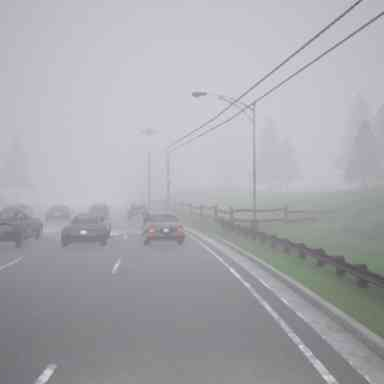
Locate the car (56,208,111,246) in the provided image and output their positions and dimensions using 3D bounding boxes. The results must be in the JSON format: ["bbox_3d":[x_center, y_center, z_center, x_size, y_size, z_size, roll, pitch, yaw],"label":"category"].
[{"bbox_3d":[-5.052,1.724,16.282,1.994,1.385,4.181,0,-1,-11],"label":"car"}]

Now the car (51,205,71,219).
[{"bbox_3d":[-12.155,1.866,30.679,1.994,1.385,4.181,0,-1,-14],"label":"car"}]

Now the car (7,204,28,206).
[{"bbox_3d":[-15.536,1.803,29.777,1.837,1.490,4.892,0,0,-15],"label":"car"}]

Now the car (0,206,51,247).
[{"bbox_3d":[-8.502,1.649,15.687,2.128,1.511,4.902,0,0,-11],"label":"car"}]

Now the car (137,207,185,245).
[{"bbox_3d":[-1.550,1.707,16.632,2.033,1.411,5.357,0,-1,-10],"label":"car"}]

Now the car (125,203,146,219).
[{"bbox_3d":[-5.382,1.820,32.450,1.837,1.490,4.892,0,0,-15],"label":"car"}]

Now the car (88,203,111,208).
[{"bbox_3d":[-8.767,1.815,31.561,1.837,1.490,4.892,0,0,-15],"label":"car"}]
